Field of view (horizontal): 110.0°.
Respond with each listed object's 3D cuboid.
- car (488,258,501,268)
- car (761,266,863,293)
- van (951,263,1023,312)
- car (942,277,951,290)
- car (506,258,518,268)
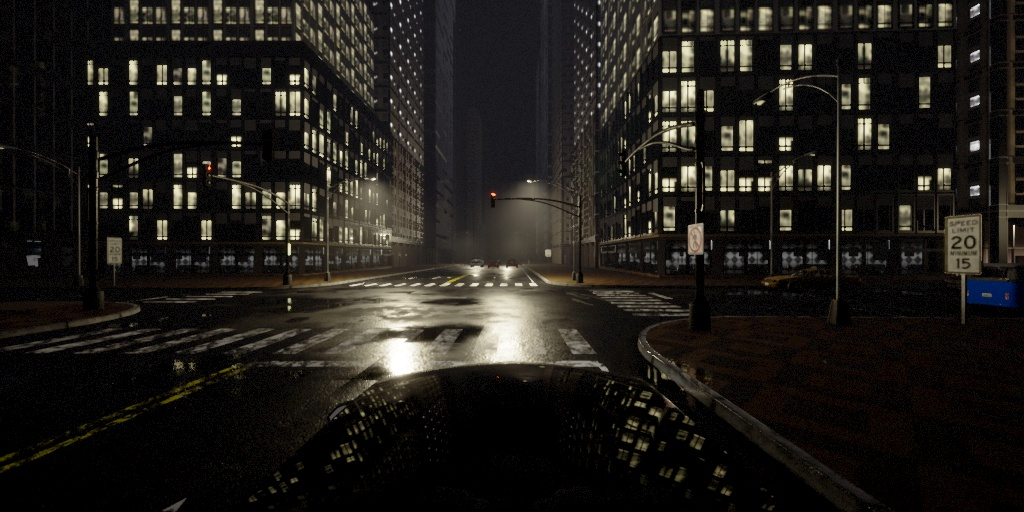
[{"bbox_3d":[-3.245,1.460,63.190,1.895,1.301,4.718,0,0,0],"label":"car"},{"bbox_3d":[17.089,1.293,20.574,4.829,1.417,1.751,0,0,2],"label":"car"},{"bbox_3d":[18.359,1.119,12.402,3.998,1.789,1.690,0,0,2],"label":"van"},{"bbox_3d":[26.923,1.356,20.089,4.207,1.307,1.802,0,0,2],"label":"car"},{"bbox_3d":[0.005,1.212,63.546,2.097,1.767,4.553,0,0,0],"label":"car"}]
